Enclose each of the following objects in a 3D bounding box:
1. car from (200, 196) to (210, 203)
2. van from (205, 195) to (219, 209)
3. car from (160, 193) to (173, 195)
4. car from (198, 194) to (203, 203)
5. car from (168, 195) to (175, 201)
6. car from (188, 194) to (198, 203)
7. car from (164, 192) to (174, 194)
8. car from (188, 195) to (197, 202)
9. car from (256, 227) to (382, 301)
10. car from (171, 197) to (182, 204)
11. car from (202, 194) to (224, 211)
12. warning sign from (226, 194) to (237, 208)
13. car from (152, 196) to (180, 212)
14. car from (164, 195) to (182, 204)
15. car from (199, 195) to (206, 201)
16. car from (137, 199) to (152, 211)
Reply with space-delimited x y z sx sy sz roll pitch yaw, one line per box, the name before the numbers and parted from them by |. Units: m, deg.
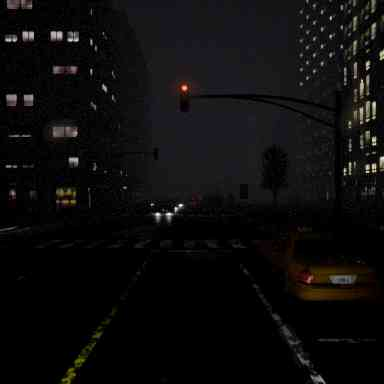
car | 2.818 1.611 73.645 1.887 1.381 4.507 0 0 0
van | 2.768 1.364 46.012 1.690 1.788 3.998 0 0 0
car | -5.572 1.497 68.134 1.967 1.590 4.097 0 0 0
car | 2.797 1.362 62.591 2.192 1.841 5.009 0 0 0
car | -5.532 1.624 90.070 1.752 1.417 4.829 0 0 0
car | 0.227 1.564 69.578 1.837 1.490 4.892 0 0 0
car | -5.553 1.517 79.187 1.967 1.590 4.097 0 0 0
car | 0.143 1.603 79.736 2.128 1.511 4.902 0 0 0
car | 2.701 1.526 8.243 1.752 1.417 4.829 0 0 0
car | -2.929 1.651 64.346 1.895 1.301 4.718 0 0 1
car | 2.758 1.332 40.486 2.192 1.841 5.009 0 0 0
warning sign | 5.151 1.135 43.738 1.300 1.860 1.060 0 0 0
car | -2.998 1.563 38.897 2.033 1.411 5.357 0 0 3
car | -3.001 1.591 50.046 1.994 1.385 4.181 0 0 1
car | 2.849 1.625 90.395 1.752 1.417 4.829 0 0 0
car | -5.621 1.568 40.501 2.008 1.369 4.403 0 0 0
